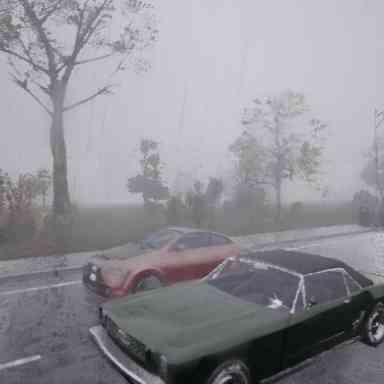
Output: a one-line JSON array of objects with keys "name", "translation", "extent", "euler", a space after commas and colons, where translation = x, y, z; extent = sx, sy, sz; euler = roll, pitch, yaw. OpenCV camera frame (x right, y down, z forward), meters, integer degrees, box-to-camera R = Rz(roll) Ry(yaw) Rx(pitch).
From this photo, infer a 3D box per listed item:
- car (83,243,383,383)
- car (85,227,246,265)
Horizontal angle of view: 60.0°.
[{"name": "car", "translation": [1.079, 1.599, 4.759], "extent": [4.718, 1.301, 1.895], "euler": [0, 0, -35]}, {"name": "car", "translation": [-0.404, 1.561, 7.997], "extent": [4.181, 1.385, 1.994], "euler": [0, 0, -35]}]
